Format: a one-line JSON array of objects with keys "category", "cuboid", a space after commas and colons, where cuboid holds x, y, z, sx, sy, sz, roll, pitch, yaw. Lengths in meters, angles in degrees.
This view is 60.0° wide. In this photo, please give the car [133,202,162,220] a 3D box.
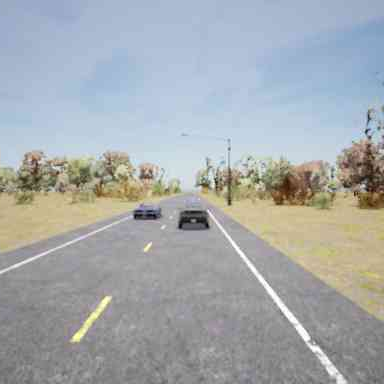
[{"category": "car", "cuboid": [-3.543, 1.476, 27.051, 1.895, 1.301, 4.718, 0, 0, 0]}]

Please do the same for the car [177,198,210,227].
[{"category": "car", "cuboid": [0.103, 1.404, 21.714, 1.837, 1.490, 4.892, 0, 0, 0]}]
